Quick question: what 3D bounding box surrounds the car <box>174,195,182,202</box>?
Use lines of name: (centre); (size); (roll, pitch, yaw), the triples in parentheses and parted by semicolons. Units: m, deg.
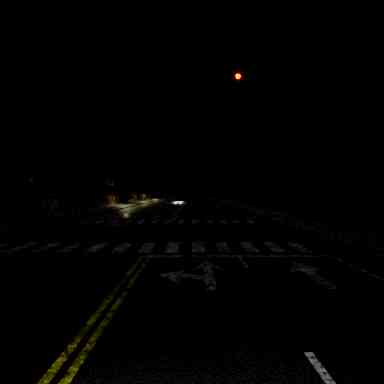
car: (-3.155, 1.481, 75.420); (2.128, 1.511, 4.902); (0, 0, 0)
